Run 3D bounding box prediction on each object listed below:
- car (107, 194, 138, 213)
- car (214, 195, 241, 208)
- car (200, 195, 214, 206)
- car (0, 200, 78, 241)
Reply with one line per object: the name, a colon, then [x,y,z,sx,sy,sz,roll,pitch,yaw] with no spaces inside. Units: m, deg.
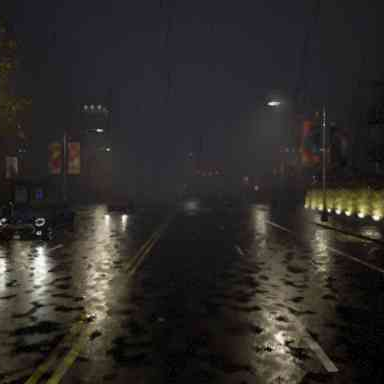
car: [-6.995,1.260,33.065,1.882,1.535,5.008,0,0,0]
car: [4.744,1.217,41.596,2.033,1.411,5.357,0,0,19]
car: [2.778,1.164,45.550,1.812,1.442,4.674,0,0,30]
car: [-7.092,1.227,15.697,2.097,1.767,4.553,0,0,0]
